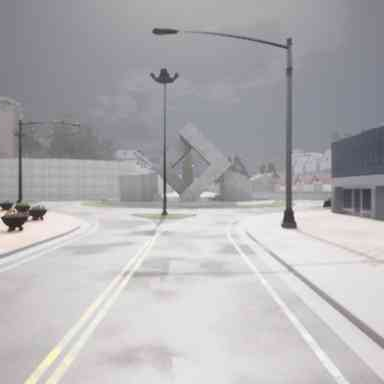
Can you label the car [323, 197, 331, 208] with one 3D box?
[{"bbox_3d":[17.966,1.276,41.579,1.994,1.385,4.181,1,1,41],"label":"car"}]
